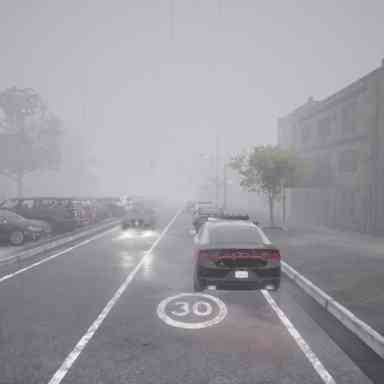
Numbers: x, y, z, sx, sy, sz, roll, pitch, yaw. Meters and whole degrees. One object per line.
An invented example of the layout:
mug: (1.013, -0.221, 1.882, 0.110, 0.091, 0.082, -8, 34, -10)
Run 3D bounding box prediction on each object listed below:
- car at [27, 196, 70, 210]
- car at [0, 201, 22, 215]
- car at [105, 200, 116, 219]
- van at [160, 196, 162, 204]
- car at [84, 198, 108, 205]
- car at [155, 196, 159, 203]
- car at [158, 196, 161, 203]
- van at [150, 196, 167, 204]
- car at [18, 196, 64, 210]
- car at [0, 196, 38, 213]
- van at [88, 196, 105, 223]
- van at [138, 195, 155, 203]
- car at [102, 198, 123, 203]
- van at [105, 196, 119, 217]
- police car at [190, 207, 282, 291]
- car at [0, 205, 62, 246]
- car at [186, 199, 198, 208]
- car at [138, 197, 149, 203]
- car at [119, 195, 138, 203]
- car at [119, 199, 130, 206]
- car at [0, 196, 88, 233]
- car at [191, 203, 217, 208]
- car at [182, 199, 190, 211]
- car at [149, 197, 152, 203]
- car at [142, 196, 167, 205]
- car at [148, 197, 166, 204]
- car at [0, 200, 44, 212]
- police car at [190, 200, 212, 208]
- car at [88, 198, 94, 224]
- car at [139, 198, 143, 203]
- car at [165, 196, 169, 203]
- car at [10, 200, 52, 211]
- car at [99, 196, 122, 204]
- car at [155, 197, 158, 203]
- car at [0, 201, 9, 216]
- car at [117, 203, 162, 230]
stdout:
car: (-21.906, 1.609, 50.943, 5.566, 2.045, 2.435, 0, -1, 0)
car: (-21.952, 1.738, 37.141, 4.792, 1.488, 2.163, 0, -1, 0)
car: (-8.830, 1.608, 26.091, 4.892, 1.521, 2.231, 0, -1, 0)
van: (-8.750, 1.810, 65.334, 4.442, 1.987, 1.878, 0, -1, 0)
car: (-21.961, 2.171, 76.161, 4.892, 1.521, 2.231, 0, -1, 0)
car: (-8.833, 1.996, 59.725, 4.792, 1.488, 2.163, 0, -1, 0)
car: (-8.859, 2.001, 62.529, 5.008, 1.535, 2.097, 0, -1, 0)
van: (-9.004, 2.119, 90.562, 4.442, 1.987, 1.878, 0, -1, 0)
car: (-21.903, 1.576, 48.282, 5.566, 2.045, 2.435, 0, -1, 0)
car: (-21.897, 1.484, 39.927, 5.566, 2.045, 2.435, 0, -1, 0)
van: (-8.719, 1.356, 23.289, 4.442, 1.987, 1.878, 0, -1, 0)
van: (-8.741, 1.672, 54.122, 4.442, 1.987, 1.878, 0, -1, 0)
car: (-22.155, 2.371, 92.816, 5.366, 1.575, 1.946, 0, -1, 0)
van: (-8.953, 1.407, 28.896, 4.442, 1.987, 1.878, 0, -1, 0)
police car: (0.980, 1.431, 9.138, 1.930, 1.638, 5.238, 0, 0, 0)
car: (-8.843, 1.514, 14.878, 4.892, 1.521, 2.231, 0, 0, 0)
car: (0.034, 2.060, 59.898, 1.994, 1.385, 4.181, 0, -1, 0)
car: (-8.845, 1.796, 45.713, 5.008, 1.535, 2.097, 0, -1, 0)
car: (-8.870, 1.432, 34.503, 5.566, 2.045, 2.435, 0, -1, 0)
car: (-8.834, 1.658, 31.697, 5.008, 1.535, 2.097, 0, -1, 0)
car: (-8.863, 1.283, 17.685, 5.566, 2.045, 2.435, 0, 0, 0)
car: (0.985, 1.584, 19.046, 1.837, 1.490, 4.892, 0, -1, 0)
car: (0.066, 1.882, 46.218, 2.033, 1.411, 5.357, 0, -1, 1)
car: (-9.038, 1.826, 48.513, 5.366, 1.575, 1.946, 0, -1, 0)
car: (-8.850, 1.956, 79.350, 5.566, 2.045, 2.435, 0, -1, 0)
car: (-8.914, 2.151, 84.955, 4.553, 1.767, 2.185, 0, -1, 0)
car: (-21.922, 1.765, 42.711, 5.008, 1.535, 2.097, 0, -1, 0)
police car: (0.988, 1.559, 25.166, 1.930, 1.638, 5.238, 0, -1, 0)
car: (-8.803, 1.431, 20.484, 4.553, 1.767, 2.185, 0, -1, 0)
car: (-8.817, 1.766, 40.105, 4.792, 1.488, 2.163, 0, -1, 0)
car: (-8.847, 1.922, 76.547, 5.566, 2.045, 2.435, 0, -1, 0)
car: (-21.927, 1.833, 45.371, 4.674, 1.452, 2.002, 0, -1, 0)
car: (-21.995, 2.089, 90.043, 5.566, 2.045, 2.435, 0, -1, 0)
car: (-8.831, 1.962, 56.922, 4.792, 1.488, 2.163, 0, -1, 0)
car: (-21.891, 1.713, 34.356, 4.792, 1.488, 2.163, 0, -1, 0)
car: (-3.239, 1.665, 21.538, 1.994, 1.385, 4.181, 0, 0, 0)
